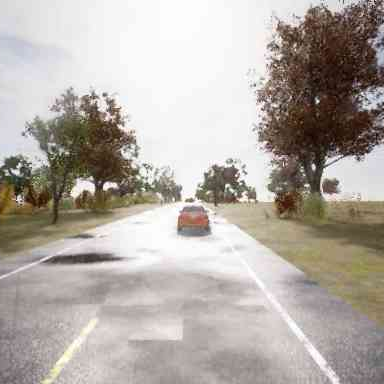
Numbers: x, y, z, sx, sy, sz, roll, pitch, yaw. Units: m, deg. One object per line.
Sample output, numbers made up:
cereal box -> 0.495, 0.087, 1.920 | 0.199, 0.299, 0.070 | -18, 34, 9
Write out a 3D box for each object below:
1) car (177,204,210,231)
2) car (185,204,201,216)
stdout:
car -> 0.092, 1.645, 23.110 | 2.097, 1.767, 4.553 | 0, -1, 0
car -> 0.096, 2.154, 41.231 | 1.895, 1.301, 4.718 | 0, -1, 0
